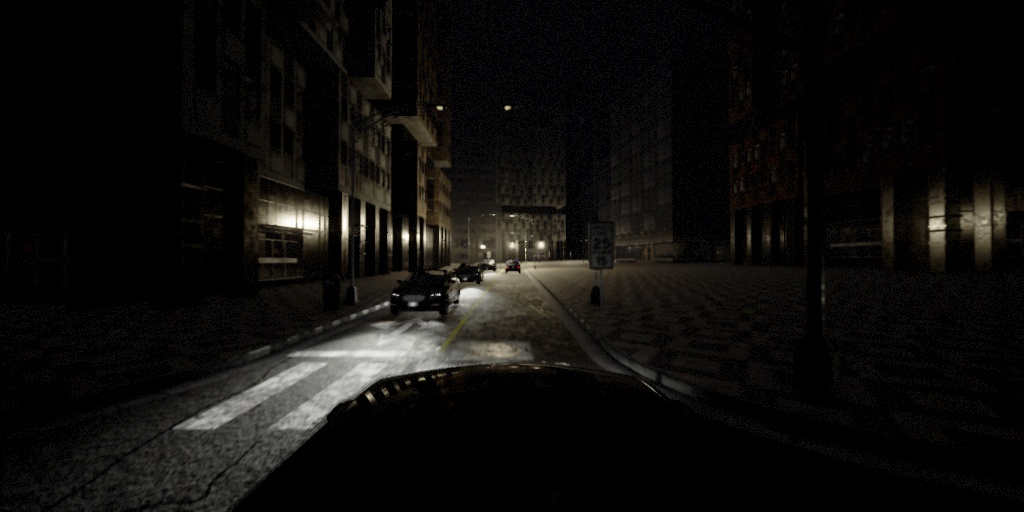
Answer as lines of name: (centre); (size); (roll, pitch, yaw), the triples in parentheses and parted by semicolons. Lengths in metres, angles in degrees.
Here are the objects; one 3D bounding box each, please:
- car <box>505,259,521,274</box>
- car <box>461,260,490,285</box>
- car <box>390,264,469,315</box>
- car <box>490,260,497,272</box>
car: (0.117, 1.283, 41.677); (2.033, 1.411, 5.357); (0, 0, 0)
car: (-3.027, 1.218, 25.787); (2.128, 1.511, 4.902); (0, 0, 0)
car: (-3.074, 1.224, 13.514); (2.128, 1.511, 4.902); (0, 0, 0)
car: (-2.902, 1.231, 45.039); (2.128, 1.511, 4.902); (0, 0, 1)
